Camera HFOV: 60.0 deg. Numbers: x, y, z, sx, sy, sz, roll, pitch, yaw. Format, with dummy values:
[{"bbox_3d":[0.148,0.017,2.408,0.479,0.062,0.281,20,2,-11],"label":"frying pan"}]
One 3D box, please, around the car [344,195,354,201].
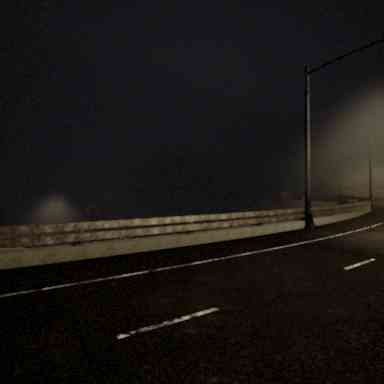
[{"bbox_3d":[40.181,1.618,85.075,1.837,1.490,4.892,0,0,2],"label":"car"}]
